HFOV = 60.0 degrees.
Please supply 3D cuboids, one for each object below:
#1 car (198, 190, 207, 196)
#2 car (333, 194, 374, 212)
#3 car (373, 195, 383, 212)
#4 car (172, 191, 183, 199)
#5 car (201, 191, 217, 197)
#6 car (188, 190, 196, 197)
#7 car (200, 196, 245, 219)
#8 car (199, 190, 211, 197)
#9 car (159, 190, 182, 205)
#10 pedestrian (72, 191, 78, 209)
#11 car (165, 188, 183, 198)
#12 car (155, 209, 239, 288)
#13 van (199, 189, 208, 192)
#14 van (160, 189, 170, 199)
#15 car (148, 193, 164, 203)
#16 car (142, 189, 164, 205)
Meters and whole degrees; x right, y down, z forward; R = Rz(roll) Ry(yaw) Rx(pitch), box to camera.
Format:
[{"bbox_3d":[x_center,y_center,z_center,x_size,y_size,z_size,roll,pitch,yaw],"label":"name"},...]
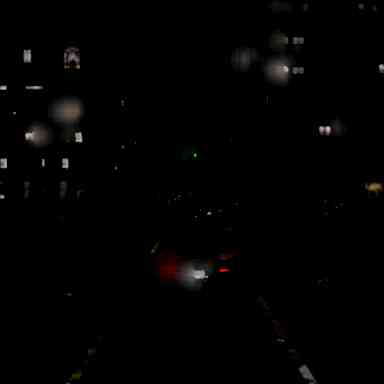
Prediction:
[{"bbox_3d":[2.602,0.301,82.414,2.008,1.369,4.403,0,1,0],"label":"car"},{"bbox_3d":[15.115,0.918,28.679,5.357,1.411,2.033,-1,1,0],"label":"car"},{"bbox_3d":[15.603,0.987,23.249,4.403,1.369,2.008,-1,1,0],"label":"car"},{"bbox_3d":[-2.724,0.563,63.895,1.812,1.442,4.674,0,1,0],"label":"car"},{"bbox_3d":[2.585,0.914,43.554,1.947,1.339,4.313,0,1,0],"label":"car"},{"bbox_3d":[0.033,0.298,77.938,1.882,1.535,5.008,0,1,0],"label":"car"},{"bbox_3d":[1.968,1.199,21.798,1.994,1.385,4.181,-1,1,26],"label":"car"},{"bbox_3d":[2.590,0.761,54.657,1.802,1.307,4.206,0,1,0],"label":"car"},{"bbox_3d":[-2.787,0.855,43.415,1.837,1.490,4.892,0,1,2],"label":"car"},{"bbox_3d":[-12.137,0.776,34.308,0.375,1.860,0.375,0,1,0],"label":"pedestrian"},{"bbox_3d":[-2.803,0.547,53.635,2.097,1.767,4.553,0,1,0],"label":"car"},{"bbox_3d":[0.107,1.395,8.727,1.812,1.442,4.674,0,1,0],"label":"car"},{"bbox_3d":[2.593,0.435,60.205,1.690,1.788,3.998,0,1,0],"label":"van"},{"bbox_3d":[-5.286,0.349,65.759,1.690,1.788,3.998,0,1,0],"label":"van"},{"bbox_3d":[-5.293,0.809,49.108,1.887,1.381,4.507,0,1,0],"label":"car"},{"bbox_3d":[-5.295,0.663,43.554,2.192,1.841,5.009,0,1,0],"label":"car"}]
